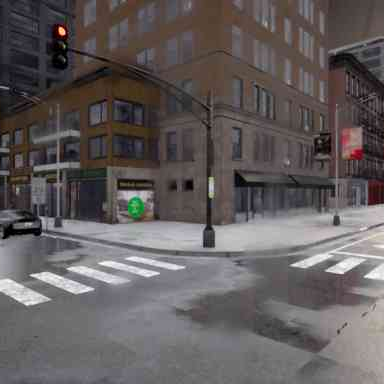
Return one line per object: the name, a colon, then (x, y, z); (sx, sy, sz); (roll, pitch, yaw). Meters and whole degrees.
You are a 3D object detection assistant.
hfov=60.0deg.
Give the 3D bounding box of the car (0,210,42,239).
car: (-9.326, 1.577, 17.252); (4.313, 1.339, 1.947); (0, 0, 43)
